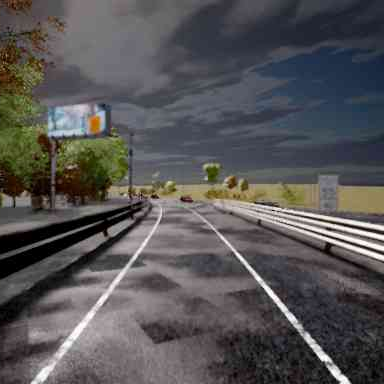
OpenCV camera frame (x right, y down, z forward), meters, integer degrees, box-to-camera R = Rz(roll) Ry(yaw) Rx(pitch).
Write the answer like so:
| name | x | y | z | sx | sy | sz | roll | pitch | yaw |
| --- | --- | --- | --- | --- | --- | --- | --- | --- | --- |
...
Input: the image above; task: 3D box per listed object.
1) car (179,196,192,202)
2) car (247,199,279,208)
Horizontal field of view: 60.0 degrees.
| name | x | y | z | sx | sy | sz | roll | pitch | yaw |
| --- | --- | --- | --- | --- | --- | --- | --- | --- | --- |
| car | -1.370 | 1.515 | 71.892 | 1.994 | 1.385 | 4.181 | 0 | 0 | -17 |
| car | 8.462 | 1.493 | 40.389 | 1.895 | 1.301 | 4.718 | 0 | 0 | -17 |
